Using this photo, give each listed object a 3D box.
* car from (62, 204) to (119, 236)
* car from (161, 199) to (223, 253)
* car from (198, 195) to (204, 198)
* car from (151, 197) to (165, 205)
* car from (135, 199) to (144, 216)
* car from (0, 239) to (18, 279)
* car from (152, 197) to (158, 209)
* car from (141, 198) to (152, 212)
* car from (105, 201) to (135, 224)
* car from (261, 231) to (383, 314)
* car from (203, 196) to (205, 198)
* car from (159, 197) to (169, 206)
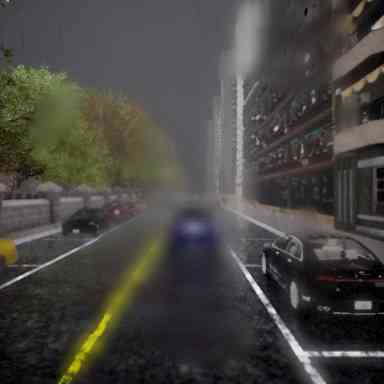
[{"bbox_3d":[-5.677,1.550,18.494,1.947,1.339,4.313,0,0,0],"label":"car"},{"bbox_3d":[0.076,1.339,13.771,2.097,1.767,4.553,0,0,0],"label":"car"},{"bbox_3d":[2.745,1.541,95.179,1.947,1.339,4.313,0,0,0],"label":"car"},{"bbox_3d":[-5.784,1.512,57.265,1.887,1.381,4.507,0,0,0],"label":"car"},{"bbox_3d":[-5.671,1.559,29.572,1.802,1.307,4.206,0,0,0],"label":"car"},{"bbox_3d":[-5.683,1.519,7.247,1.752,1.417,4.829,0,0,0],"label":"car"},{"bbox_3d":[-5.664,1.412,40.649,1.967,1.590,4.097,0,0,0],"label":"car"},{"bbox_3d":[-5.668,1.500,34.940,1.752,1.417,4.829,0,0,0],"label":"car"},{"bbox_3d":[-5.673,1.421,24.033,1.967,1.590,4.097,0,0,0],"label":"car"},{"bbox_3d":[2.697,1.544,7.414,2.008,1.369,4.403,0,0,0],"label":"car"},{"bbox_3d":[2.715,1.523,40.647,2.008,1.369,4.403,0,0,0],"label":"car"},{"bbox_3d":[-3.065,1.571,45.826,1.895,1.301,4.718,0,0,0],"label":"car"}]
